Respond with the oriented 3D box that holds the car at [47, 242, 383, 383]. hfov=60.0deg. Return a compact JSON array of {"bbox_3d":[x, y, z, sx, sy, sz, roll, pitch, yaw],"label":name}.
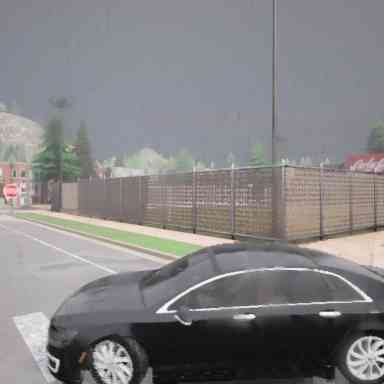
[{"bbox_3d":[0.598,1.543,4.606,4.892,1.490,1.837,0,4,-3],"label":"car"}]
